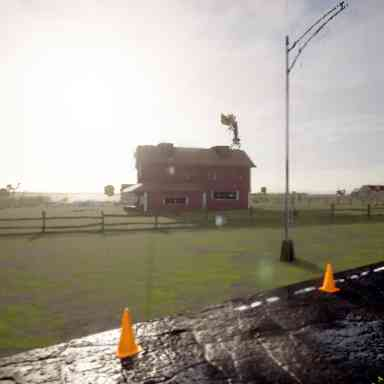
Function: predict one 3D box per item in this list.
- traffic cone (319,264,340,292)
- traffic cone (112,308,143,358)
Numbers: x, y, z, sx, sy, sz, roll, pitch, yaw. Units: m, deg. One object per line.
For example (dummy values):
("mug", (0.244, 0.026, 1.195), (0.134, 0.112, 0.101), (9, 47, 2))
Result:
("traffic cone", (3.151, 1.937, 7.620), (0.340, 0.580, 0.340), (0, 0, -35))
("traffic cone", (-0.920, 1.950, 4.716), (0.340, 0.580, 0.340), (0, 0, -35))
